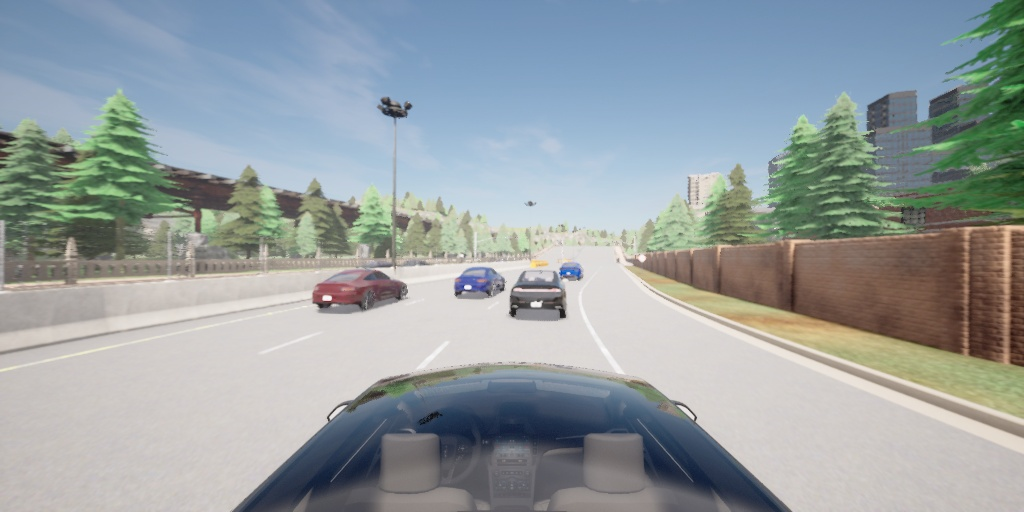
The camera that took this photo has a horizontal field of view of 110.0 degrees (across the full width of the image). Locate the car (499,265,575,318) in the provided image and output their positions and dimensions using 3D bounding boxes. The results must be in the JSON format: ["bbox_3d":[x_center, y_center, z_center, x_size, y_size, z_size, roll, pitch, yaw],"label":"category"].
[{"bbox_3d":[1.048,1.256,13.210,2.128,1.511,4.902,0,0,8],"label":"car"}]

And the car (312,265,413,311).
[{"bbox_3d":[-5.863,1.243,14.265,1.812,1.442,4.674,0,0,8],"label":"car"}]

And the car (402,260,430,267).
[{"bbox_3d":[-10.871,1.203,39.923,1.837,1.490,4.892,0,0,15],"label":"car"}]

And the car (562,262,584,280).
[{"bbox_3d":[5.324,1.280,32.035,1.882,1.535,5.008,0,0,15],"label":"car"}]

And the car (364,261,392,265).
[{"bbox_3d":[-14.743,1.220,39.029,2.033,1.411,5.357,0,0,15],"label":"car"}]

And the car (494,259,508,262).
[{"bbox_3d":[-1.791,1.263,59.548,2.128,1.511,4.902,0,0,13],"label":"car"}]

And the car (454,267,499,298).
[{"bbox_3d":[-1.588,1.274,18.683,1.812,1.442,4.674,0,0,11],"label":"car"}]
